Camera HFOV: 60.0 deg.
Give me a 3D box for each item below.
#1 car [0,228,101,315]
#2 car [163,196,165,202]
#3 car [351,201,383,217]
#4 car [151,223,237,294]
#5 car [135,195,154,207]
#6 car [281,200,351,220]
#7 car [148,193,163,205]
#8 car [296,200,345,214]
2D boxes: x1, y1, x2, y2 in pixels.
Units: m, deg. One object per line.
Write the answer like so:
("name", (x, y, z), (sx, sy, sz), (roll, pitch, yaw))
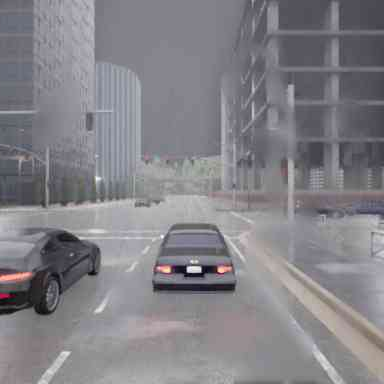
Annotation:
("car", (-3.456, 1.524, 7.419), (1.812, 1.442, 4.674), (0, 0, 0))
("car", (-7.163, 1.343, 73.450), (2.097, 1.767, 4.553), (0, 0, 0))
("car", (15.837, 1.487, 30.250), (5.357, 1.411, 2.033), (0, 0, 0))
("car", (0.051, 1.546, 8.937), (2.033, 1.411, 5.357), (0, 0, 0))
("car", (-7.206, 1.556, 49.195), (1.994, 1.385, 4.181), (0, 0, 0))
("car", (9.621, 1.444, 26.505), (4.892, 1.490, 1.837), (0, 1, 1))
("car", (-7.202, 1.214, 60.873), (2.150, 2.045, 5.566), (0, 0, 0))
("car", (12.969, 1.503, 33.733), (4.181, 1.385, 1.994), (0, 0, 0))
